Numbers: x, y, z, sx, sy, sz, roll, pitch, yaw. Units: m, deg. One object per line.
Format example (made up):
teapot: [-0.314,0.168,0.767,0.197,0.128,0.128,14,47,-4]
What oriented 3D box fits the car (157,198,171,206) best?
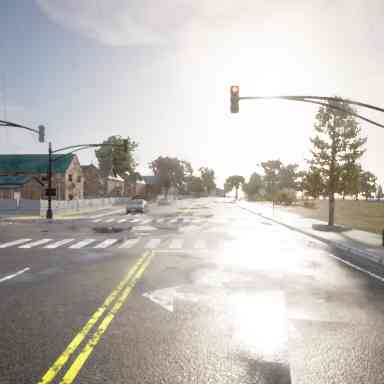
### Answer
car: [-4.717,1.698,56.954,1.895,1.301,4.718,0,0,4]

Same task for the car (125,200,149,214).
car: [-5.792,1.606,35.593,1.837,1.490,4.892,0,0,2]
